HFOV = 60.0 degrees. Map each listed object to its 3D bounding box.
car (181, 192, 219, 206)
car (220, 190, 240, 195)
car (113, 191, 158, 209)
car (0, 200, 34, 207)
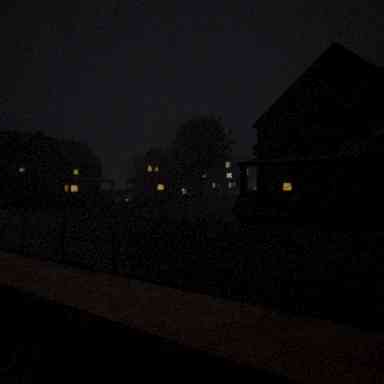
[{"bbox_3d":[0.500,0.783,34.105,1.837,1.490,4.892,1,2,35],"label":"car"},{"bbox_3d":[5.483,0.481,46.149,2.033,1.411,5.357,1,2,36],"label":"car"},{"bbox_3d":[-5.277,0.720,31.030,2.097,1.767,4.553,1,2,35],"label":"car"},{"bbox_3d":[-12.044,1.209,21.441,1.994,1.385,4.181,1,2,36],"label":"car"}]
